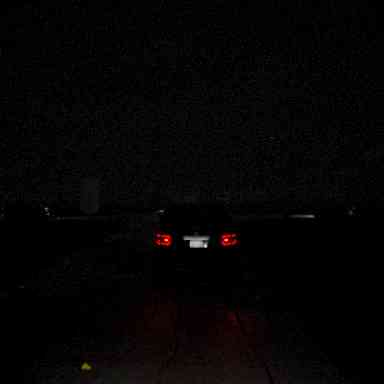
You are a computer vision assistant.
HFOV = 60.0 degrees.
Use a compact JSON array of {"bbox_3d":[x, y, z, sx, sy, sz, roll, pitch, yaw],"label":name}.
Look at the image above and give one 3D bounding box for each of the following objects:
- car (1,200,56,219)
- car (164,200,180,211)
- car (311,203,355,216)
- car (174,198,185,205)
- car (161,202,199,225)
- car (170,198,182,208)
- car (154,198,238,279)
[{"bbox_3d":[-15.395,1.643,31.540,4.553,1.767,2.097,0,-1,-2],"label":"car"},{"bbox_3d":[-2.796,1.921,48.016,1.994,1.385,4.181,0,0,0],"label":"car"},{"bbox_3d":[14.651,1.794,34.568,4.181,1.385,1.994,0,-1,-1],"label":"car"},{"bbox_3d":[-2.695,2.085,72.069,2.033,1.411,5.357,0,0,0],"label":"car"},{"bbox_3d":[-1.098,1.668,26.752,1.882,1.535,5.008,0,0,-16],"label":"car"},{"bbox_3d":[-2.766,1.926,59.507,1.882,1.535,5.008,0,0,1],"label":"car"},{"bbox_3d":[0.103,1.300,10.417,2.150,2.045,5.566,0,0,0],"label":"car"}]
